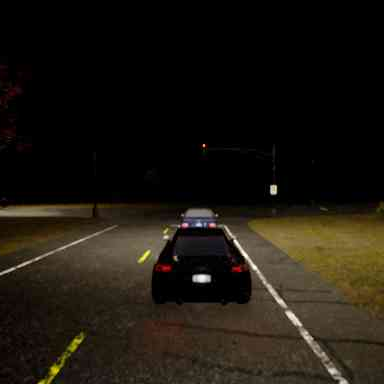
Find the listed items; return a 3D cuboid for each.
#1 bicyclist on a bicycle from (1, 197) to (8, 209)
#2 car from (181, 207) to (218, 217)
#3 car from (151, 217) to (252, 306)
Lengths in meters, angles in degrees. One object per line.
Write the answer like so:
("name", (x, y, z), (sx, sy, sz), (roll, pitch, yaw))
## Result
("bicyclist on a bicycle", (-25.550, 1.502, 45.315), (0.582, 1.620, 1.656), (-1, 0, 5))
("car", (0.381, 1.500, 17.298), (2.033, 1.411, 5.357), (0, 0, 2))
("car", (0.196, 1.543, 8.070), (1.994, 1.385, 4.181), (0, 0, 0))
